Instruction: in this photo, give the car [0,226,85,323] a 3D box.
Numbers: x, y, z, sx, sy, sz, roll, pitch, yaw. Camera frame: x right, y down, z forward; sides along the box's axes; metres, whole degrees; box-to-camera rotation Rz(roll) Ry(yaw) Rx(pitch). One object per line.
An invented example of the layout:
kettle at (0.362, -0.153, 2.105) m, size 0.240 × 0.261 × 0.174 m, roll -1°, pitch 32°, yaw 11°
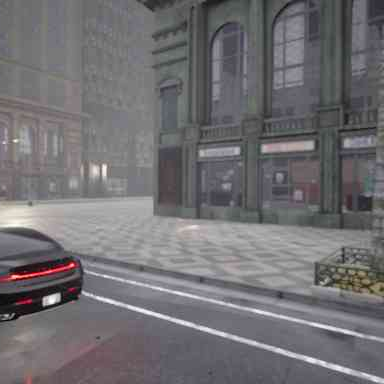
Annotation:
car at (-4.194, 1.460, 6.675) m, size 4.892 × 1.490 × 1.837 m, roll 0°, pitch 0°, yaw 35°
